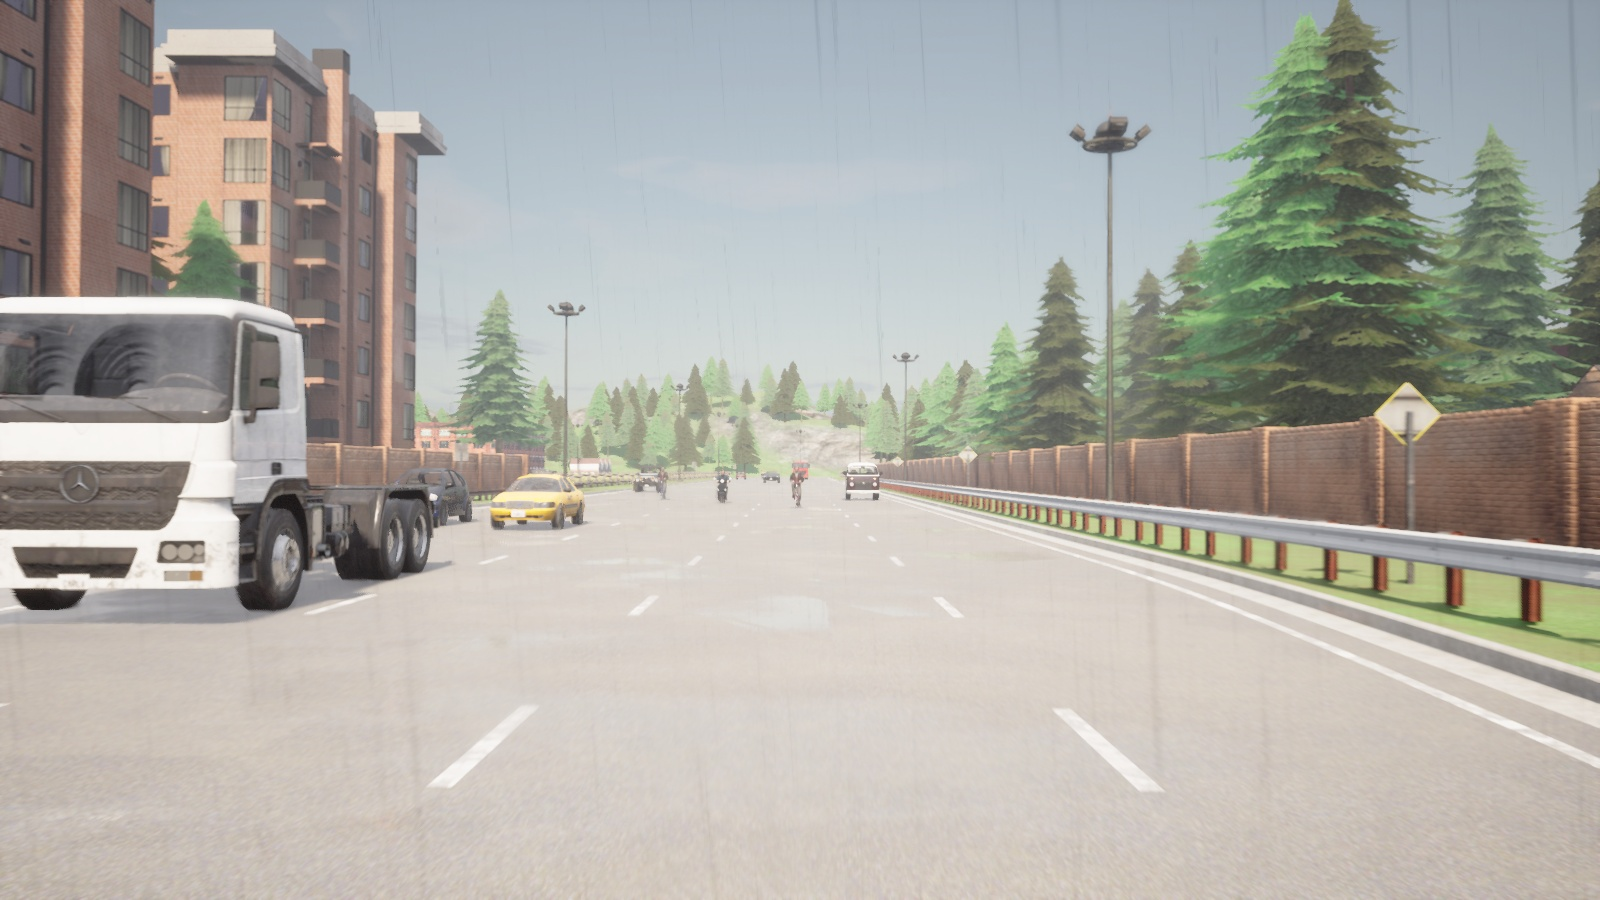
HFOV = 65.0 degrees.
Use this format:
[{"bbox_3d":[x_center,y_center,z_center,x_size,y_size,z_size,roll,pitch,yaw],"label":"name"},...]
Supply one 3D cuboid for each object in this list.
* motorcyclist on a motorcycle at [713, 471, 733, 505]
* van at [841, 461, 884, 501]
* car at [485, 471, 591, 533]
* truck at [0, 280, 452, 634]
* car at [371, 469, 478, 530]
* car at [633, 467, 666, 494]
[{"bbox_3d":[-3.645,1.777,59.510,0.866,1.590,1.817,0,-1,0],"label":"motorcyclist on a motorcycle"},{"bbox_3d":[3.334,1.656,67.662,2.069,2.038,4.480,0,-1,0],"label":"van"},{"bbox_3d":[-7.084,1.359,34.514,1.801,1.575,5.366,0,-1,0],"label":"car"},{"bbox_3d":[-7.044,0.133,16.253,2.891,3.462,7.936,0,-1,0],"label":"truck"},{"bbox_3d":[-10.587,1.351,35.650,1.851,1.617,3.988,0,-1,0],"label":"car"},{"bbox_3d":[-10.719,2.154,89.759,1.905,1.878,3.866,0,-1,0],"label":"car"}]
